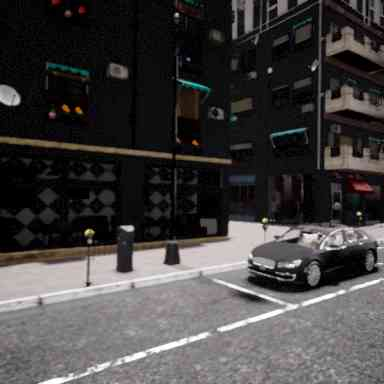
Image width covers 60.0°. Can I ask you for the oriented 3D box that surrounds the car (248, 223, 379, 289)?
[{"bbox_3d":[3.458,1.570,9.162,4.403,1.369,2.008,0,1,-35],"label":"car"}]
